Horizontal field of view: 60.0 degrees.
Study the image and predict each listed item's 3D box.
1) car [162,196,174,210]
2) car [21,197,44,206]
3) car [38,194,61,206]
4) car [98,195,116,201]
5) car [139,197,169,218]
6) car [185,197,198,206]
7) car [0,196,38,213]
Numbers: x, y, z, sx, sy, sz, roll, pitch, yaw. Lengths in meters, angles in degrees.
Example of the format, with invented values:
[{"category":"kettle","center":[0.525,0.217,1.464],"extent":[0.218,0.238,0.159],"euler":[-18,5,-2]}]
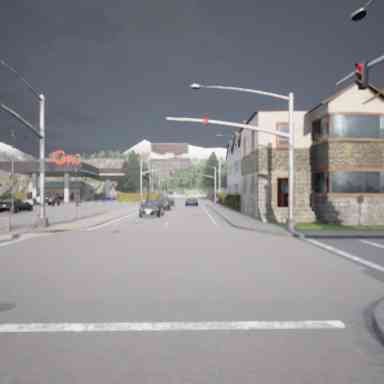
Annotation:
[{"category":"car","center":[-3.698,1.348,40.381],"extent":[2.097,1.767,4.553],"euler":[0,0,0]},{"category":"car","center":[-26.106,1.548,54.462],"extent":[1.970,1.475,3.806],"euler":[0,0,0]},{"category":"car","center":[-22.778,1.264,53.869],"extent":[1.905,1.878,3.866],"euler":[0,0,0]},{"category":"car","center":[-22.420,1.664,87.873],"extent":[4.611,1.667,2.242],"euler":[0,0,0]},{"category":"car","center":[-3.657,1.489,30.658],"extent":[2.128,1.511,4.902],"euler":[0,0,1]},{"category":"car","center":[-0.057,1.557,54.162],"extent":[1.994,1.385,4.181],"euler":[0,0,0]},{"category":"car","center":[-19.024,1.486,36.011],"extent":[2.007,1.523,4.514],"euler":[0,0,0]}]
